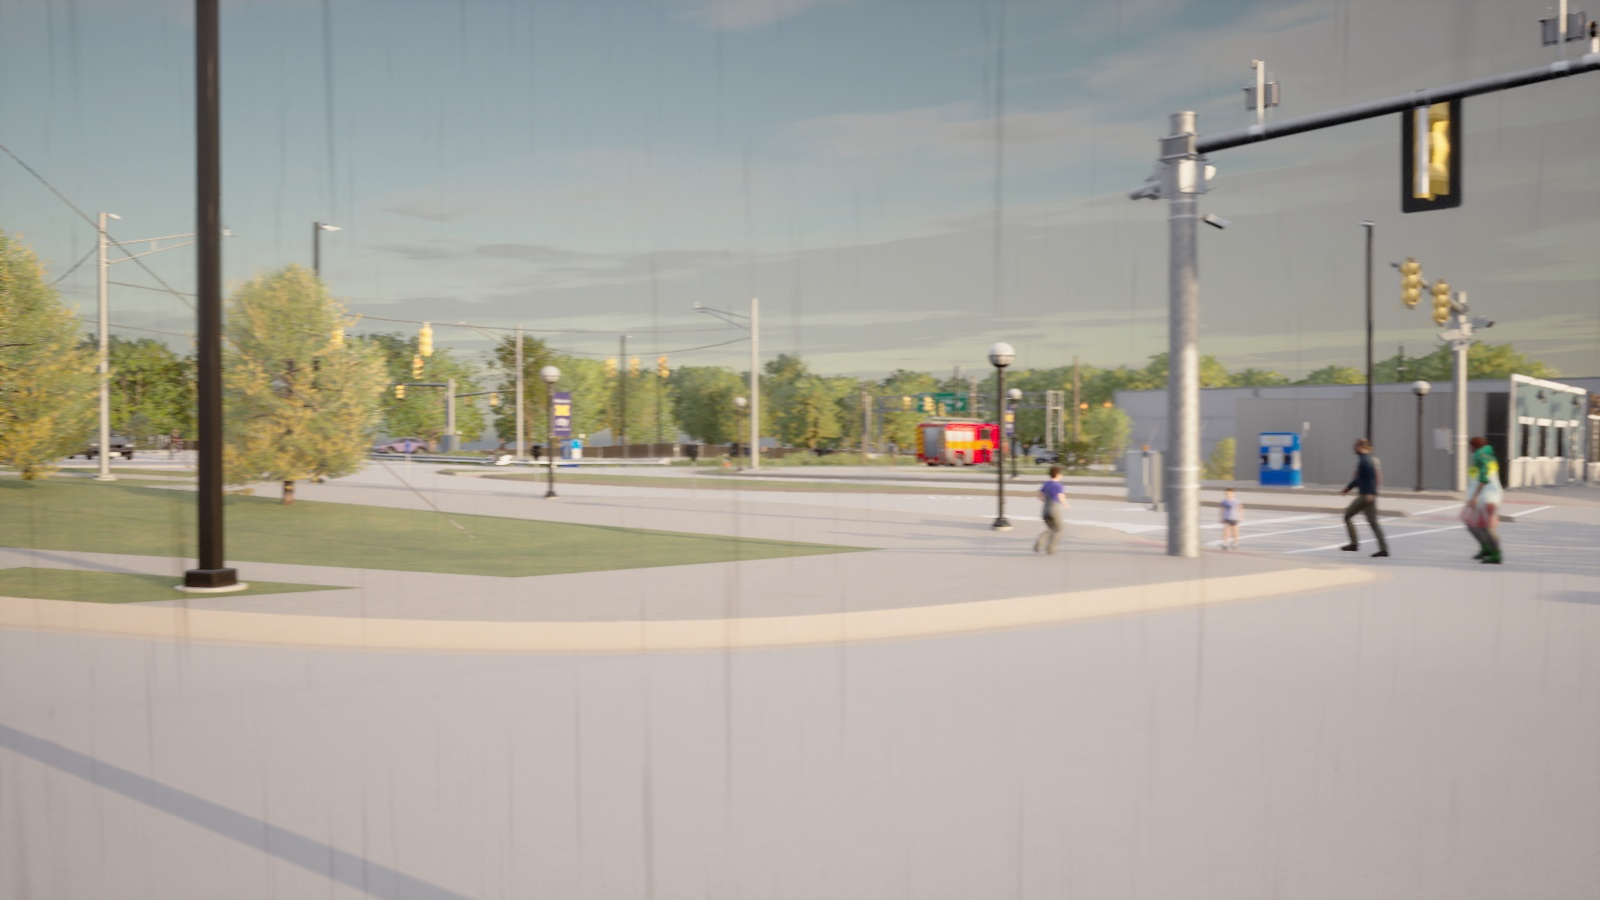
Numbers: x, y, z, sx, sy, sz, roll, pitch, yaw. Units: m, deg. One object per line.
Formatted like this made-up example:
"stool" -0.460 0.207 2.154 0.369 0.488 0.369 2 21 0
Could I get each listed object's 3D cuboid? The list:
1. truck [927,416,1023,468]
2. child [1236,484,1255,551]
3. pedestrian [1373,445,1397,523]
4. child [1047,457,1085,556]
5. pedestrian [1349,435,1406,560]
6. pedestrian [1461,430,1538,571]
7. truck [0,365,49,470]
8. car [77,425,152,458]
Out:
"truck" 13.443 -0.557 95.796 2.891 3.827 8.468 0 0 42
"child" 7.509 1.136 21.174 0.255 1.110 0.394 0 1 27
"pedestrian" 13.915 0.801 29.867 0.354 1.836 0.706 0 1 41
"child" 3.479 0.729 16.426 0.437 1.263 0.270 -1 1 -40
"pedestrian" 8.668 0.700 18.836 0.726 1.842 0.402 0 1 32
"pedestrian" 9.971 0.696 17.899 0.873 1.952 0.659 0 1 36
"truck" -32.083 -1.251 44.858 2.891 3.827 8.468 0 -1 41
"car" -36.404 -0.448 66.639 4.611 1.667 2.242 1 0 44
